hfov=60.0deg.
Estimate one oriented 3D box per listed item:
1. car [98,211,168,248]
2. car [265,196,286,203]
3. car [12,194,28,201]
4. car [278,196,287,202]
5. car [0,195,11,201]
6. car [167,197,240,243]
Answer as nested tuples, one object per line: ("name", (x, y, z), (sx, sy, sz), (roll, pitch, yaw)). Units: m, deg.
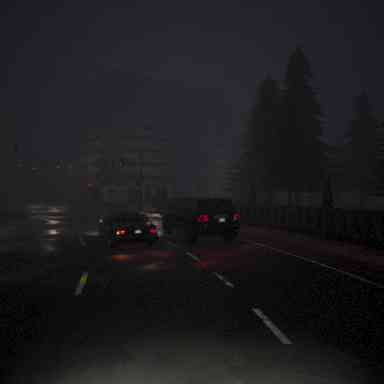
("car", (-2.992, 1.561, 14.939), (2.033, 1.411, 5.357), (0, 0, -22))
("car", (17.806, 1.527, 70.911), (4.674, 1.442, 1.812), (0, 0, -34))
("car", (-41.982, 1.507, 80.990), (1.994, 1.385, 4.181), (0, 0, -34))
("car", (19.769, 1.502, 68.013), (4.892, 1.490, 1.837), (0, 0, -34))
("car", (-44.890, 1.479, 79.043), (1.812, 1.442, 4.674), (0, 0, -34))
("car", (0.238, 1.256, 16.286), (2.150, 2.045, 5.566), (0, 0, -22))
